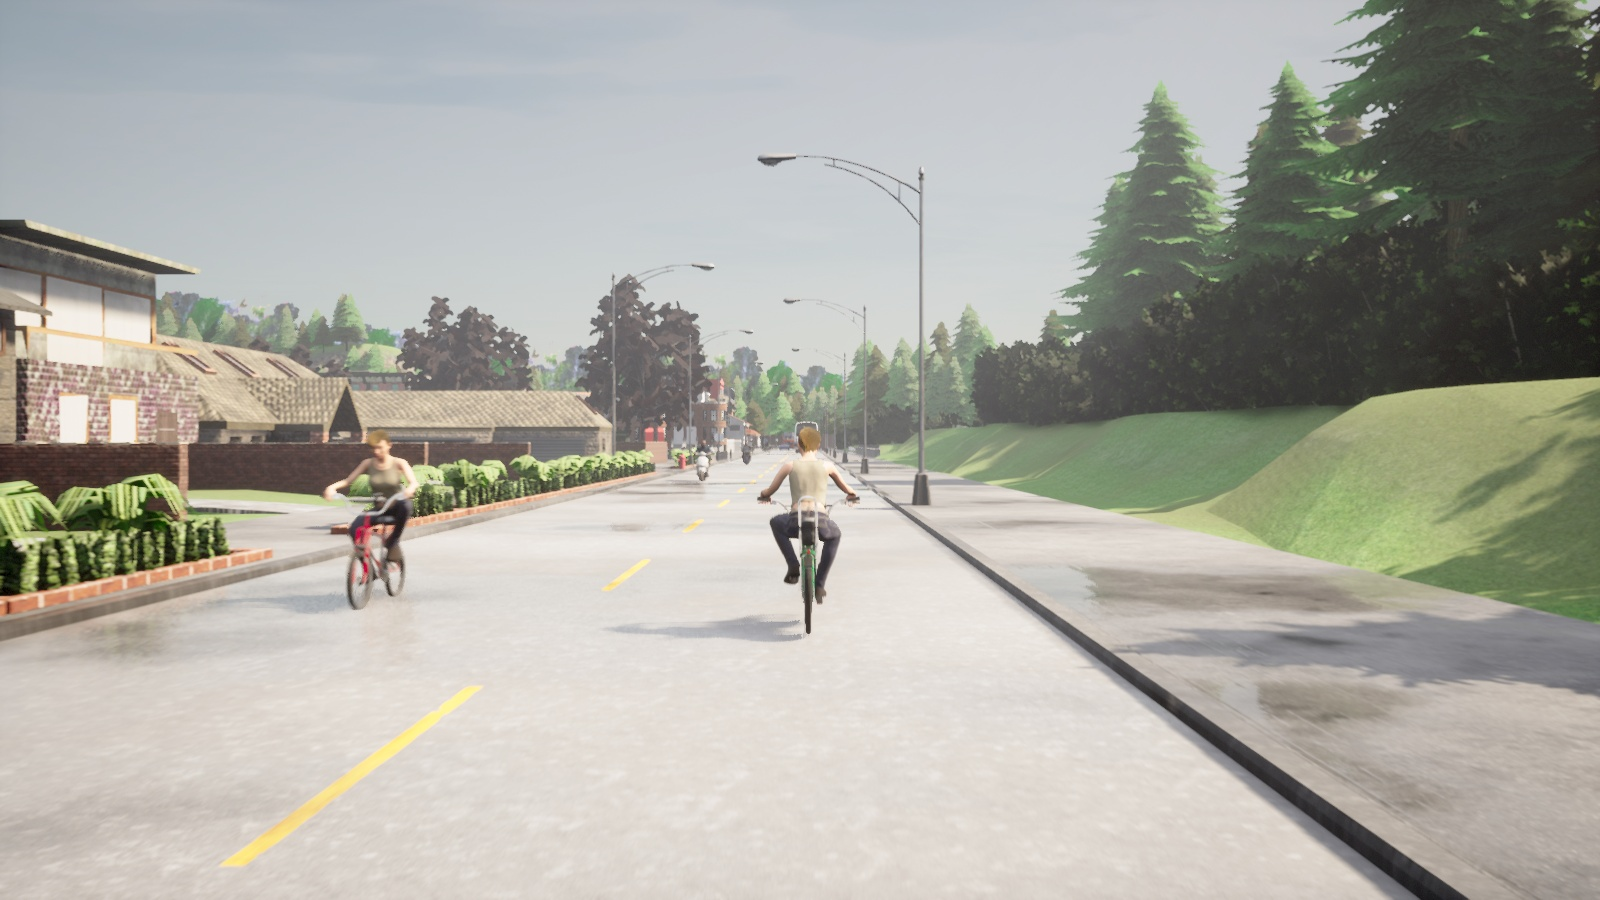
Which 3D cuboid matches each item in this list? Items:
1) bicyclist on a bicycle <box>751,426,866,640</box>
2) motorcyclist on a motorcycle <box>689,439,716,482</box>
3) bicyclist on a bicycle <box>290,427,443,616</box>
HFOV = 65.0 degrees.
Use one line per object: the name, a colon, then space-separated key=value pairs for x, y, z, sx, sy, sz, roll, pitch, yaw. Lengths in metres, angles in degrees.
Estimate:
bicyclist on a bicycle: x=0.069 y=0.619 z=10.188 sx=0.866 sy=1.612 sz=1.509 roll=0 pitch=0 yaw=1
motorcyclist on a motorcycle: x=-3.712 y=0.395 z=47.964 sx=0.866 sy=1.590 sz=1.817 roll=0 pitch=0 yaw=0
bicyclist on a bicycle: x=-3.919 y=0.608 z=11.485 sx=0.866 sy=1.612 sz=1.509 roll=0 pitch=0 yaw=0
